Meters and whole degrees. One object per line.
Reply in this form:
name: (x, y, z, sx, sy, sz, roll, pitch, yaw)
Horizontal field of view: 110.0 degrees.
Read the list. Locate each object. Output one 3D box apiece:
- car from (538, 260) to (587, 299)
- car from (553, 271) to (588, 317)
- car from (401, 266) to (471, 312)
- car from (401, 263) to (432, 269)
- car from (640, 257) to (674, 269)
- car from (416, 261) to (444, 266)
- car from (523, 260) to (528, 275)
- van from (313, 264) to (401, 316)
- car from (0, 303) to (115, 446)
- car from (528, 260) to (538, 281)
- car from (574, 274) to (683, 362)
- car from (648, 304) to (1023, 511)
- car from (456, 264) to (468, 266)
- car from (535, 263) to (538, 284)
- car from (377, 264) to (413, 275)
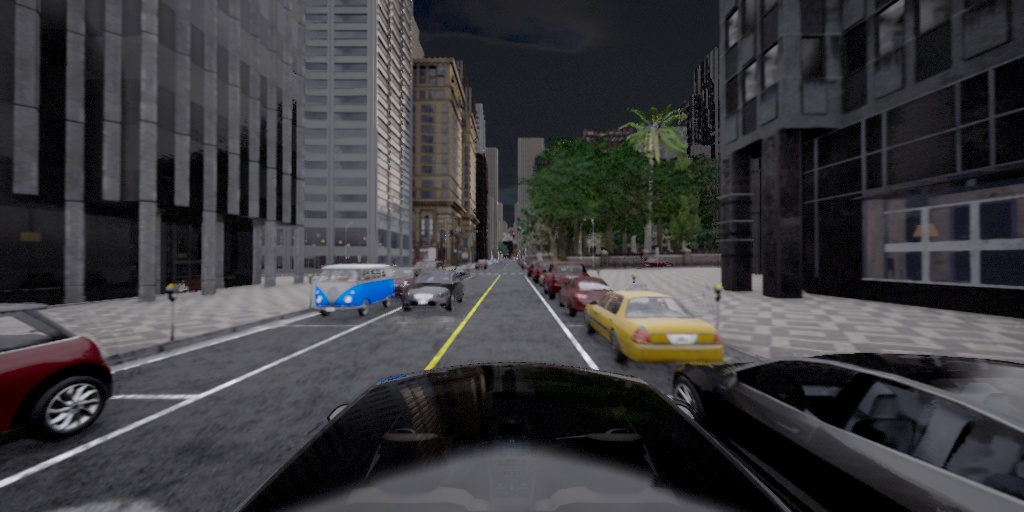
car: (2.772, 1.205, 18.940, 2.192, 1.841, 5.009, 0, 0, 0)
car: (2.769, 1.428, 13.453, 1.802, 1.307, 4.207, 0, 0, 0)
car: (-3.094, 1.350, 14.923, 2.128, 1.511, 4.902, 0, 0, 0)
car: (-5.753, 1.332, 18.959, 1.967, 1.591, 4.097, 0, 0, 0)
car: (21.384, 0.963, 52.796, 4.553, 1.767, 2.097, -1, 0, 0)
car: (-5.750, 1.251, 24.446, 2.192, 1.841, 5.009, 0, 0, 0)
car: (2.784, 1.379, 40.888, 2.192, 1.841, 5.009, 0, 0, 0)
van: (-5.756, 1.188, 13.471, 1.690, 1.789, 3.998, 0, 0, 0)
car: (-5.762, 1.197, 2.496, 1.967, 1.591, 4.097, 0, 0, 0)
car: (2.778, 1.295, 29.913, 2.192, 1.841, 5.009, 0, 0, 0)
car: (2.766, 1.326, 8.137, 1.751, 1.417, 4.829, 0, 0, 0)
car: (2.763, 1.322, 2.480, 1.948, 1.339, 4.313, 0, 0, 0)
car: (-5.741, 1.631, 40.910, 1.948, 1.339, 4.313, 0, 0, 0)
car: (2.775, 1.461, 24.597, 1.751, 1.417, 4.829, 0, 0, 0)
car: (-17.230, 1.981, 52.993, 4.674, 1.442, 1.812, 0, 0, 0)
